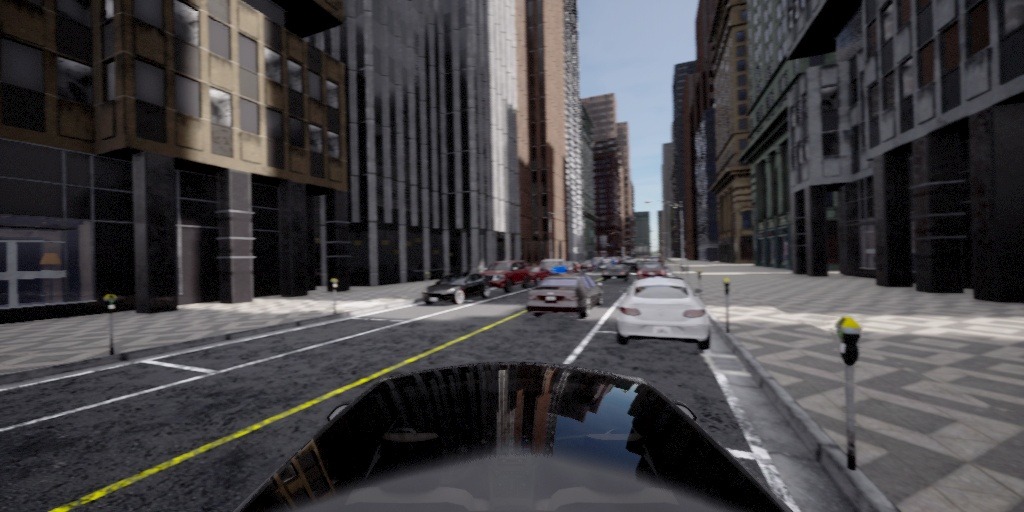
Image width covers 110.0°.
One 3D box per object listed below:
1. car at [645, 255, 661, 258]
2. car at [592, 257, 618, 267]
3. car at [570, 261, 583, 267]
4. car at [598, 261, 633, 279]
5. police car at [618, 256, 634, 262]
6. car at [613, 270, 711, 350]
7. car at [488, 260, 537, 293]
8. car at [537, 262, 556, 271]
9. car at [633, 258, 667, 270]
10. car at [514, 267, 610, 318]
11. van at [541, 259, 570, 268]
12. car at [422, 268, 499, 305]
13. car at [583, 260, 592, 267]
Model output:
[{"bbox_3d":[13.837,0.956,35.034,2.192,1.841,5.009,0,0,22],"label":"car"},{"bbox_3d":[12.134,1.247,46.313,2.128,1.511,4.902,-1,-1,22],"label":"car"},{"bbox_3d":[5.931,1.287,38.217,1.967,1.591,4.097,0,0,22],"label":"car"},{"bbox_3d":[8.481,1.328,28.920,1.895,1.301,4.718,-1,0,22],"label":"car"},{"bbox_3d":[14.913,1.107,45.128,1.930,1.638,5.238,-1,0,22],"label":"police car"},{"bbox_3d":[3.705,1.235,8.953,1.812,1.442,4.674,-1,0,22],"label":"car"},{"bbox_3d":[-0.400,1.209,22.536,2.192,1.841,5.009,0,0,22],"label":"car"},{"bbox_3d":[1.710,1.424,27.763,1.888,1.381,4.507,0,0,22],"label":"car"},{"bbox_3d":[9.616,1.112,24.581,1.967,1.591,4.097,0,0,22],"label":"car"},{"bbox_3d":[2.115,1.322,13.157,2.033,1.411,5.357,-1,0,22],"label":"car"},{"bbox_3d":[3.821,1.204,32.990,1.690,1.789,3.998,0,0,22],"label":"van"},{"bbox_3d":[-2.510,1.476,17.310,1.948,1.339,4.313,0,0,22],"label":"car"},{"bbox_3d":[10.151,1.256,48.671,1.967,1.591,4.097,0,0,22],"label":"car"}]
